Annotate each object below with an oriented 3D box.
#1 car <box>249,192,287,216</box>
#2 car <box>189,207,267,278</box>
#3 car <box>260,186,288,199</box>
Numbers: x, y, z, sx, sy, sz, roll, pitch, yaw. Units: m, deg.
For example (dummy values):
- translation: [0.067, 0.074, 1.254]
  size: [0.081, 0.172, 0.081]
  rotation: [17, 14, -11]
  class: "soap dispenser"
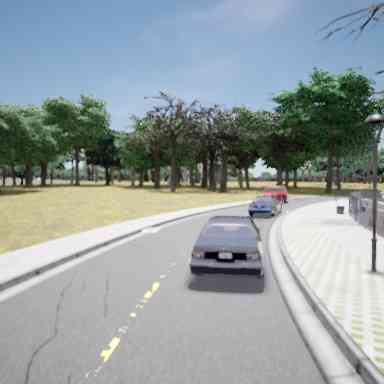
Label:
- translation: [5.685, 1.017, 25.485]
  size: [2.033, 1.411, 5.357]
  rotation: [0, 1, 23]
  class: "car"
- translation: [1.125, 1.403, 9.815]
  size: [2.033, 1.411, 5.357]
  rotation: [0, 1, 9]
  class: "car"
- translation: [9.345, 0.371, 38.503]
  size: [2.150, 2.045, 5.566]
  rotation: [0, 1, 34]
  class: "car"
